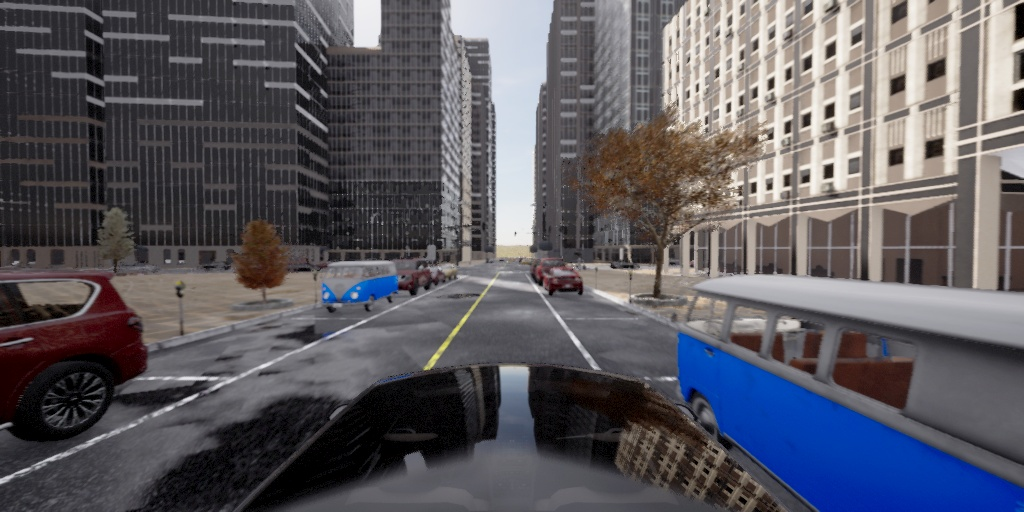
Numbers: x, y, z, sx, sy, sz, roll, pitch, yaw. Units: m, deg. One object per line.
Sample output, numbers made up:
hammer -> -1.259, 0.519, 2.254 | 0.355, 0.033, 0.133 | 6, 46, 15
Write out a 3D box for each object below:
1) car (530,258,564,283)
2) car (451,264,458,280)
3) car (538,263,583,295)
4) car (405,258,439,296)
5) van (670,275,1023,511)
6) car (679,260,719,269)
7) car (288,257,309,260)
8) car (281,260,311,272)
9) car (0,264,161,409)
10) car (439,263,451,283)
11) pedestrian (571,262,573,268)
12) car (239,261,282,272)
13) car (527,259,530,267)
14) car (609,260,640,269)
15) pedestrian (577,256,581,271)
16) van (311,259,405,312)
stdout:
car -> 2.692, 1.053, 25.061 | 2.192, 1.841, 5.009 | 0, 0, 0
car -> -5.690, 1.260, 30.516 | 1.751, 1.417, 4.829 | 0, 0, 0
car -> 2.692, 1.287, 19.435 | 1.888, 1.381, 4.507 | 0, 0, 0
car -> -5.690, 1.055, 19.435 | 2.192, 1.841, 5.009 | 0, 0, 0
van -> 2.692, 1.091, 2.559 | 1.690, 1.789, 3.998 | 0, 0, 0
car -> 27.384, 1.220, 52.644 | 4.207, 1.307, 1.802 | 0, 0, -5
car -> -33.820, 1.126, 55.409 | 5.009, 1.841, 2.192 | 0, 0, -5
car -> -27.487, 1.521, 47.574 | 4.313, 1.339, 1.948 | 0, 0, -5
car -> -5.689, 1.064, 2.559 | 2.192, 1.841, 5.009 | 0, 0, 0
car -> -5.690, 1.320, 25.062 | 1.802, 1.307, 4.207 | 0, 0, 0
pedestrian -> 7.136, 1.260, 42.867 | 0.500, 1.100, 0.500 | -1, 1, 0
car -> -33.104, 1.427, 47.055 | 4.097, 1.591, 1.967 | 0, 0, -5
car -> 2.692, 1.050, 30.687 | 2.192, 1.841, 5.009 | 0, 0, 0
car -> 16.130, 1.270, 51.604 | 4.313, 1.339, 1.948 | 0, 0, -5
pedestrian -> 8.136, 0.903, 43.459 | 0.375, 1.860, 0.375 | -1, 1, 0
van -> -5.689, 1.084, 13.809 | 1.690, 1.789, 3.998 | 0, 0, 0
